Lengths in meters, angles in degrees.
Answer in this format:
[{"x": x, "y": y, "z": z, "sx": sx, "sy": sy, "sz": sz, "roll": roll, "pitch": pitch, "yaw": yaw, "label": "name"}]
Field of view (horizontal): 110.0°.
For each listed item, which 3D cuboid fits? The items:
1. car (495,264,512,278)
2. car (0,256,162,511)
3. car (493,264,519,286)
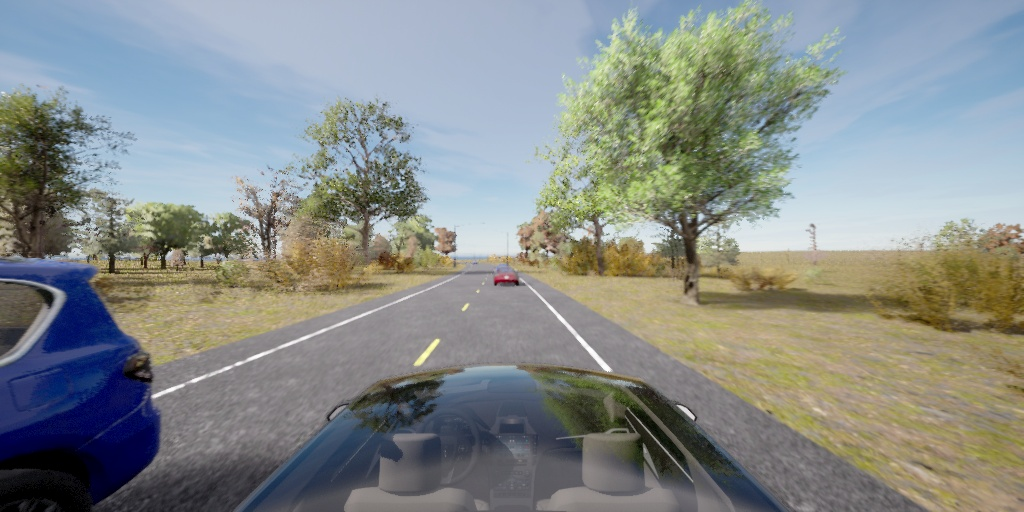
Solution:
[{"x": -1.039, "y": 1.634, "z": 41.092, "sx": 1.812, "sy": 1.442, "sz": 4.674, "roll": 0, "pitch": 0, "yaw": -3, "label": "car"}, {"x": -3.608, "y": 0.986, "z": 0.232, "sx": 2.150, "sy": 2.045, "sz": 5.566, "roll": 0, "pitch": -1, "yaw": 0, "label": "car"}, {"x": -0.493, "y": 1.560, "z": 28.629, "sx": 1.994, "sy": 1.385, "sz": 4.181, "roll": 0, "pitch": -1, "yaw": -3, "label": "car"}]
